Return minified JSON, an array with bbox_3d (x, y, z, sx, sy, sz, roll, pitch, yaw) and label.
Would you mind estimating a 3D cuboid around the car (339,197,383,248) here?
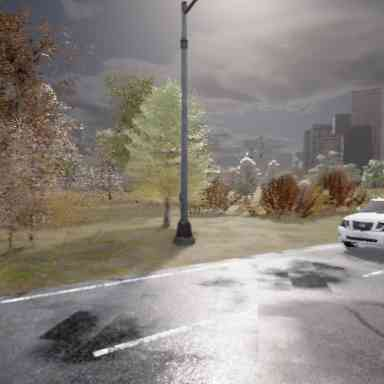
[{"bbox_3d":[8.361,1.223,13.679,5.566,2.045,2.150,0,0,-36],"label":"car"}]
